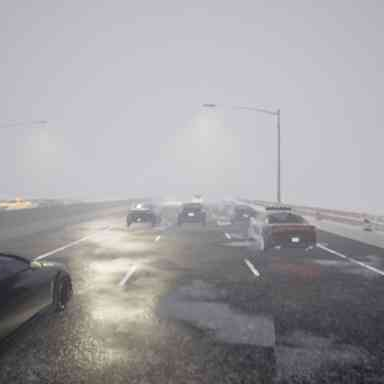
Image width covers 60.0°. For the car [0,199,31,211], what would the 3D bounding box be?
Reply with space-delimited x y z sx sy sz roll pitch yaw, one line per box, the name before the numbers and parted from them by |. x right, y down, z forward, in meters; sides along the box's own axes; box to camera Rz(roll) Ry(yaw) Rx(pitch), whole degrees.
car | -20.626 1.532 38.781 1.882 1.535 5.008 0 0 1

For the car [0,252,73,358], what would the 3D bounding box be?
car | -3.382 1.564 4.994 1.994 1.385 4.181 0 0 0

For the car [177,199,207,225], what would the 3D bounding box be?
car | 0.040 1.524 24.086 2.163 1.488 4.792 0 0 2

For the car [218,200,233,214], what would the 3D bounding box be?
car | 3.896 1.596 35.718 2.033 1.411 5.357 0 0 1

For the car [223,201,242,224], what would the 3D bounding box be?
car | 3.696 1.585 24.797 1.994 1.385 4.181 0 0 1

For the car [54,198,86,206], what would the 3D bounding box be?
car | -13.633 1.602 38.736 2.033 1.411 5.357 0 0 1

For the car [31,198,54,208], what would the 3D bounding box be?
car | -17.087 1.564 40.352 1.837 1.490 4.892 0 0 1

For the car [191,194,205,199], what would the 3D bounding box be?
car | 1.002 1.327 54.804 2.150 2.045 5.566 0 0 2

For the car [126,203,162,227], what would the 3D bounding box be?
car | -3.224 1.509 22.867 2.128 1.511 4.902 0 0 1

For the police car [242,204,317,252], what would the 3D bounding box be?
police car | 3.566 1.432 13.985 1.930 1.638 5.238 0 0 1
